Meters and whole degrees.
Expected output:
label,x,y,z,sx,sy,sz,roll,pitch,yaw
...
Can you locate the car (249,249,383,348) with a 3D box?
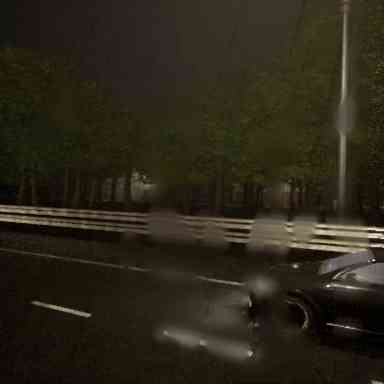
label,x,y,z,sx,sy,sz,roll,pitch,yaw
car,3.116,1.692,5.585,4.181,1.385,1.994,1,0,26
